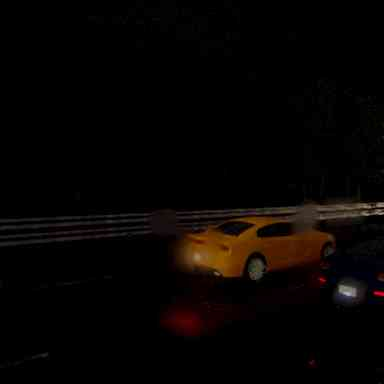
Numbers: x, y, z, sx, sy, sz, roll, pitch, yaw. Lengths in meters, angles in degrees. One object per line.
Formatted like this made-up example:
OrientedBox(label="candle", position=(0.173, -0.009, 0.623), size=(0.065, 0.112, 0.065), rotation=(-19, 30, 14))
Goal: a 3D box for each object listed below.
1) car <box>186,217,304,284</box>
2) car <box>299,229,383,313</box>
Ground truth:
OrientedBox(label="car", position=(2.167, 1.458, 9.614), size=(5.008, 1.535, 1.882), rotation=(0, 0, -36))
OrientedBox(label="car", position=(4.516, 1.506, 6.992), size=(4.674, 1.442, 1.812), rotation=(0, 0, -36))
